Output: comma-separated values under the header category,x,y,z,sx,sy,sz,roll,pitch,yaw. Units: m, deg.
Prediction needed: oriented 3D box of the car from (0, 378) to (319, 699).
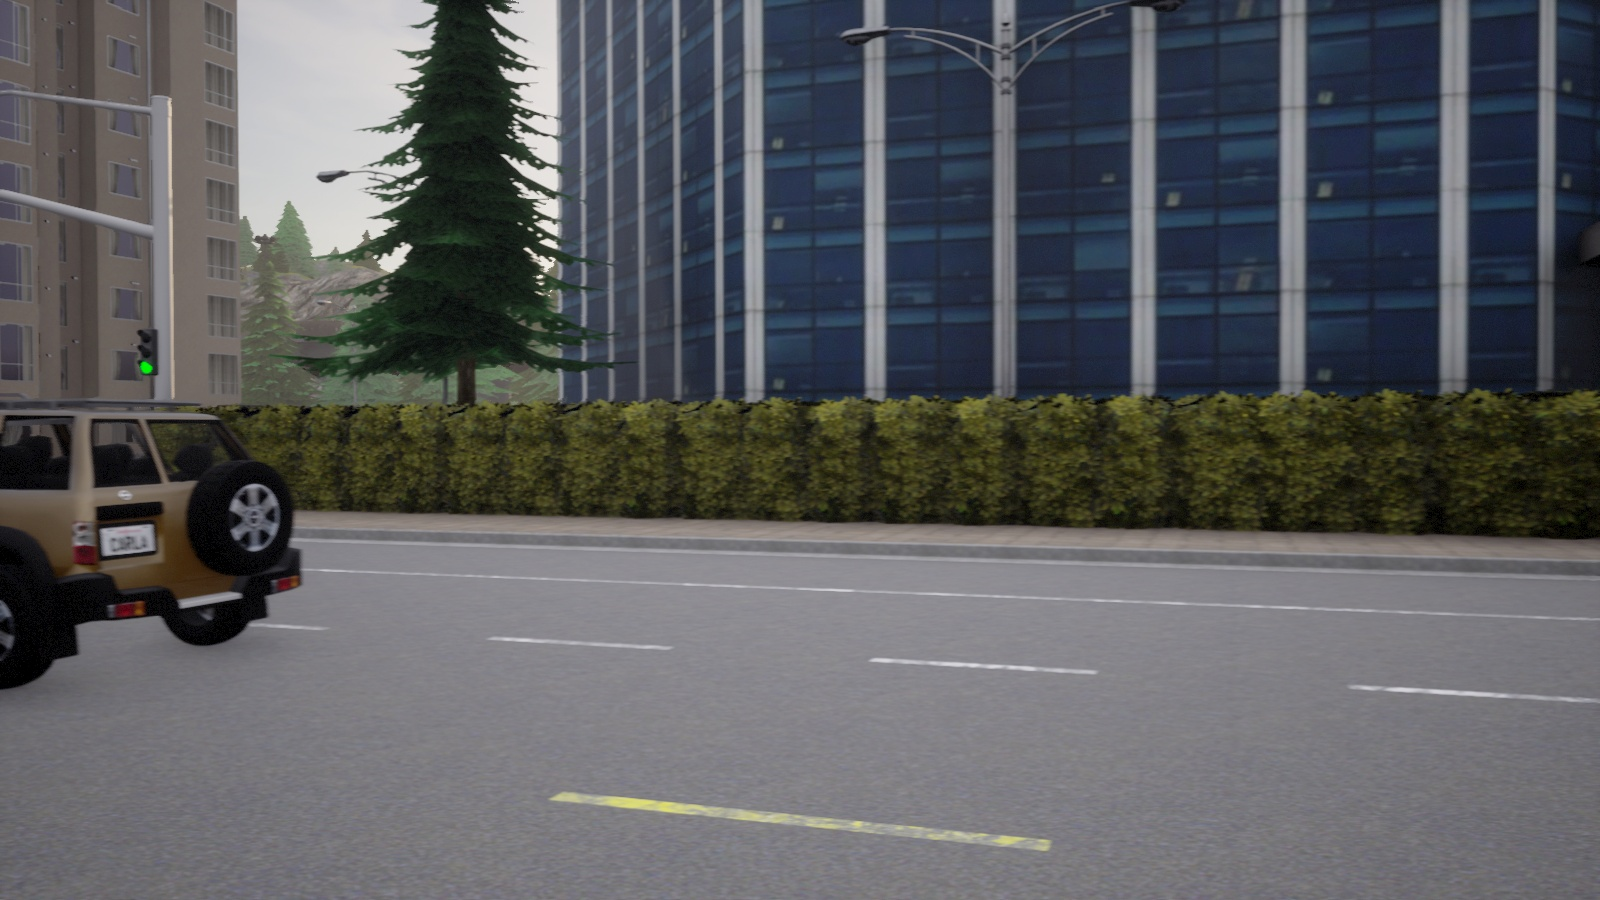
category,x,y,z,sx,sy,sz,roll,pitch,yaw
car,-5.961,0.478,8.888,4.605,1.855,1.932,1,1,19
